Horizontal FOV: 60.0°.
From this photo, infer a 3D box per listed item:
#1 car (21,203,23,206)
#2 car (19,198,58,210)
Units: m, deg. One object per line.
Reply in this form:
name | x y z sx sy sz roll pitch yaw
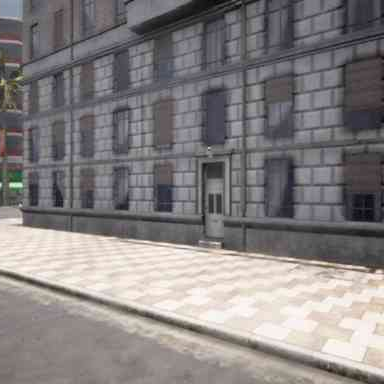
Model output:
car | -17.758 1.510 40.143 1.812 1.442 4.674 0 0 36
car | -19.840 1.546 43.203 1.994 1.385 4.181 0 0 36
